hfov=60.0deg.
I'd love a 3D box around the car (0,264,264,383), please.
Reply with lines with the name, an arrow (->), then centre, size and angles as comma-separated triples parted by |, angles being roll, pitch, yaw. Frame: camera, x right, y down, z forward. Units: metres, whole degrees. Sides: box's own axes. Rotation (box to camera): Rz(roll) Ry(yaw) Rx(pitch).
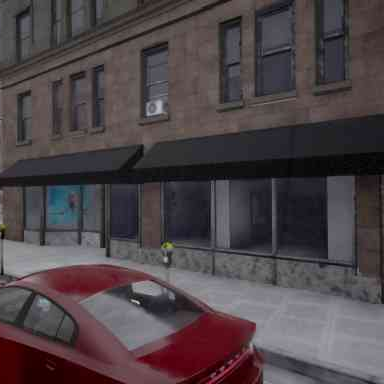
car -> -1.427, 1.546, 3.883 | 4.507, 1.381, 1.887 | 0, 0, 36
